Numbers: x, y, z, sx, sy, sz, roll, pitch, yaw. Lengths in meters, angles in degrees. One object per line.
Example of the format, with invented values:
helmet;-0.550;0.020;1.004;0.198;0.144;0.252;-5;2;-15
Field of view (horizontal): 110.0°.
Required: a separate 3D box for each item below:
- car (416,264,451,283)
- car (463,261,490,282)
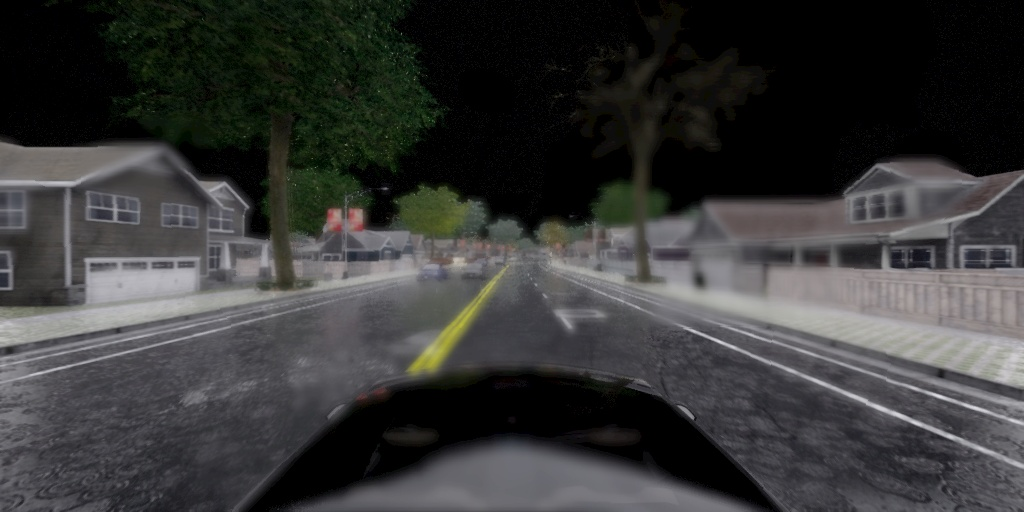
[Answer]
car;-6.315;1.404;29.383;1.812;1.442;4.674;0;0;1
car;-3.047;1.392;30.864;1.837;1.490;4.892;0;0;1
